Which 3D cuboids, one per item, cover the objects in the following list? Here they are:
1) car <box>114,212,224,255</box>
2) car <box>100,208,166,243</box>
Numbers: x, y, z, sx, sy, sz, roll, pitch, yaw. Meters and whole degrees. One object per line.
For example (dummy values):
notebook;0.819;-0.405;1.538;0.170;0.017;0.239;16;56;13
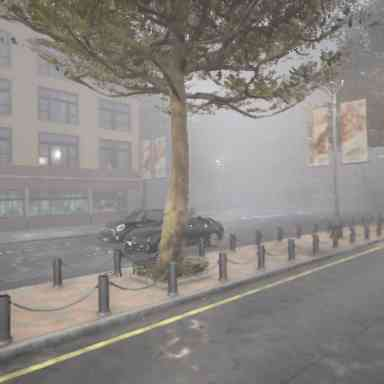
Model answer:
car;-0.644;1.769;14.606;4.892;1.490;1.837;0;-1;-43
car;-2.549;1.705;17.620;4.553;1.767;2.097;0;-1;-43
